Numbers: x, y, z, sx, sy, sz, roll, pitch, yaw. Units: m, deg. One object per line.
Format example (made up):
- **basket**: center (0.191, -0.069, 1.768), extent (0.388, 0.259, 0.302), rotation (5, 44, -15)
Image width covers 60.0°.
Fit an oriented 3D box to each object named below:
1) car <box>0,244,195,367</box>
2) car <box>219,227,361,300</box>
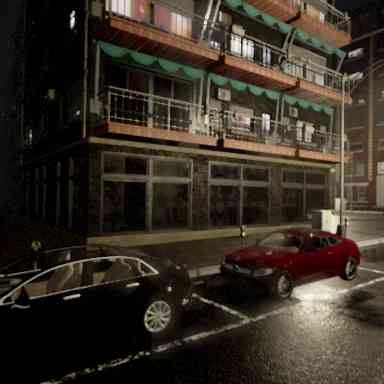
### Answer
- **car**: center (-2.011, 1.552, 5.068), extent (4.403, 1.369, 2.008), rotation (0, 1, -36)
- **car**: center (2.615, 1.589, 8.375), extent (4.206, 1.307, 1.802), rotation (0, 1, -36)
